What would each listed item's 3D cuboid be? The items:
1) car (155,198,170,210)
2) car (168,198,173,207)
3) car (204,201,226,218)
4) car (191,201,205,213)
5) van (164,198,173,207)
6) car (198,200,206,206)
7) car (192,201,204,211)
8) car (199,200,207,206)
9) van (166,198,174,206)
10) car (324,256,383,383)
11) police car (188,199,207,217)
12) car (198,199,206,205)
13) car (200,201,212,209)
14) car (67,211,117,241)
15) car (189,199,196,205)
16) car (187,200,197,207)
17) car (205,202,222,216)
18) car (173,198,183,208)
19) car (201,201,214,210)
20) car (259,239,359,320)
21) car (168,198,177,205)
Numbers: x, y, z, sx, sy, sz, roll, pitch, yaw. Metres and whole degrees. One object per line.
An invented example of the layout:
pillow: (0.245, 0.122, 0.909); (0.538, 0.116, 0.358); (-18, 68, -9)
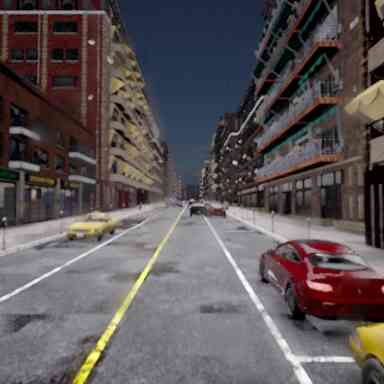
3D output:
car: (-5.275, 2.265, 56.832); (1.752, 1.417, 4.829); (2, -1, 0)
car: (-5.267, 2.137, 62.536); (2.192, 1.841, 5.009); (2, -1, 0)
car: (2.597, 1.977, 34.816); (1.887, 1.381, 4.507); (1, -1, 0)
car: (0.842, 2.097, 46.487); (1.837, 1.490, 4.892); (0, -1, 0)
van: (-5.264, 2.328, 73.593); (1.690, 1.788, 3.998); (2, -1, 0)
car: (2.614, 2.703, 84.587); (1.887, 1.381, 4.507); (1, -1, 0)
car: (0.844, 2.203, 52.488); (1.812, 1.442, 4.674); (0, -1, 0)
car: (2.612, 2.616, 79.057); (1.887, 1.381, 4.507); (1, -1, 0)
van: (-5.263, 2.414, 79.125); (1.690, 1.788, 3.998); (1, -1, 0)
car: (2.587, 1.548, 1.810); (1.752, 1.417, 4.829); (2, -1, 0)
police car: (0.685, 1.881, 36.576); (1.930, 1.638, 5.238); (0, -1, -1)
car: (2.626, 2.688, 90.119); (1.967, 1.590, 4.097); (1, -1, 0)
car: (2.606, 2.372, 62.467); (2.008, 1.369, 4.403); (1, -1, 0)
car: (-5.287, 1.743, 18.129); (1.752, 1.417, 4.829); (2, -1, 0)
car: (0.031, 2.598, 87.204); (1.812, 1.442, 4.674); (0, -1, 0)
car: (0.026, 2.377, 72.200); (2.033, 1.411, 5.357); (0, -1, 0)
car: (2.600, 2.034, 40.518); (1.752, 1.417, 4.829); (1, -1, 0)
car: (-2.743, 2.400, 64.672); (2.033, 1.411, 5.357); (0, -1, 1)
car: (2.605, 2.286, 56.936); (1.887, 1.381, 4.507); (1, -1, 0)
car: (2.588, 1.667, 7.168); (1.802, 1.307, 4.206); (1, -1, 0)
car: (-5.259, 2.564, 90.185); (2.192, 1.841, 5.009); (1, -1, 0)
